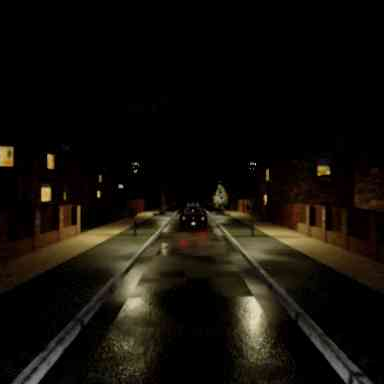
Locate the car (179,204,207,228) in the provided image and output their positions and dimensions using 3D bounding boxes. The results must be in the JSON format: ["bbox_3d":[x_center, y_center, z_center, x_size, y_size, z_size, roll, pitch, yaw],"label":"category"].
[{"bbox_3d":[0.098,1.817,24.163,1.895,1.301,4.718,0,-1,0],"label":"car"}]
